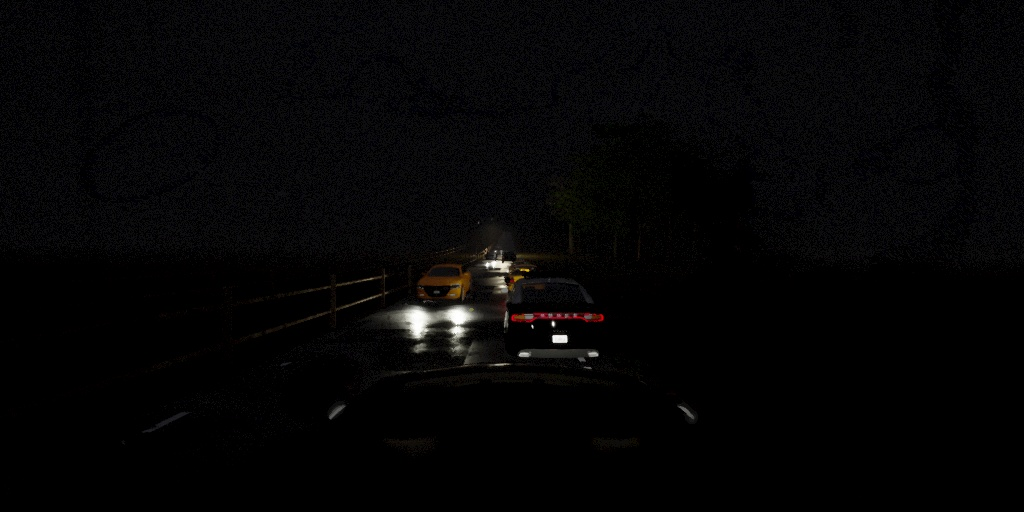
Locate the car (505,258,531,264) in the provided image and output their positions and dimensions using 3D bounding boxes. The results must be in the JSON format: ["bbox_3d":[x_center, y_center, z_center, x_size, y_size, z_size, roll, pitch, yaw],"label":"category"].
[{"bbox_3d":[0.675,1.071,18.587,1.801,1.575,5.366,0,1,-1],"label":"car"}]

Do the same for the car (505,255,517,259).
[{"bbox_3d":[0.619,0.968,24.586,1.801,1.575,5.366,0,1,-1],"label":"car"}]

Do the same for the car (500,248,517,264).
[{"bbox_3d":[-0.393,0.111,51.834,2.097,1.767,4.553,0,2,0],"label":"car"}]

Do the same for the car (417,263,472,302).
[{"bbox_3d":[-2.981,1.120,16.571,1.882,1.535,5.008,0,1,-1],"label":"car"}]

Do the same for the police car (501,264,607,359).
[{"bbox_3d":[0.769,1.149,8.510,1.930,1.638,5.238,0,0,-1],"label":"police car"}]

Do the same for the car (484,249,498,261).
[{"bbox_3d":[-3.346,0.031,57.620,2.128,1.511,4.902,0,2,0],"label":"car"}]
